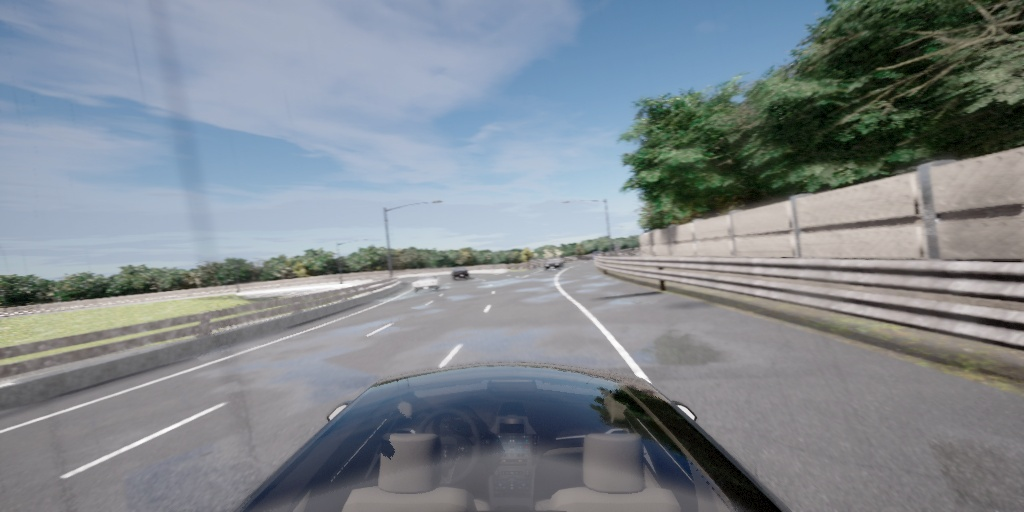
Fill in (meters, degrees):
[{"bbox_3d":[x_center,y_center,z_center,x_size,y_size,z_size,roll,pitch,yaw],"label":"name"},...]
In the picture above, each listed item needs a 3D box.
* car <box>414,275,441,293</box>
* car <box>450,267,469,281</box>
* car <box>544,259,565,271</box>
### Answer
[{"bbox_3d":[-7.172,2.280,30.668,1.895,1.301,4.718,-6,0,-8],"label":"car"},{"bbox_3d":[-6.507,2.169,44.409,1.882,1.535,5.008,-6,0,-15],"label":"car"},{"bbox_3d":[5.404,1.034,44.756,1.895,1.301,4.718,-6,0,17],"label":"car"}]
